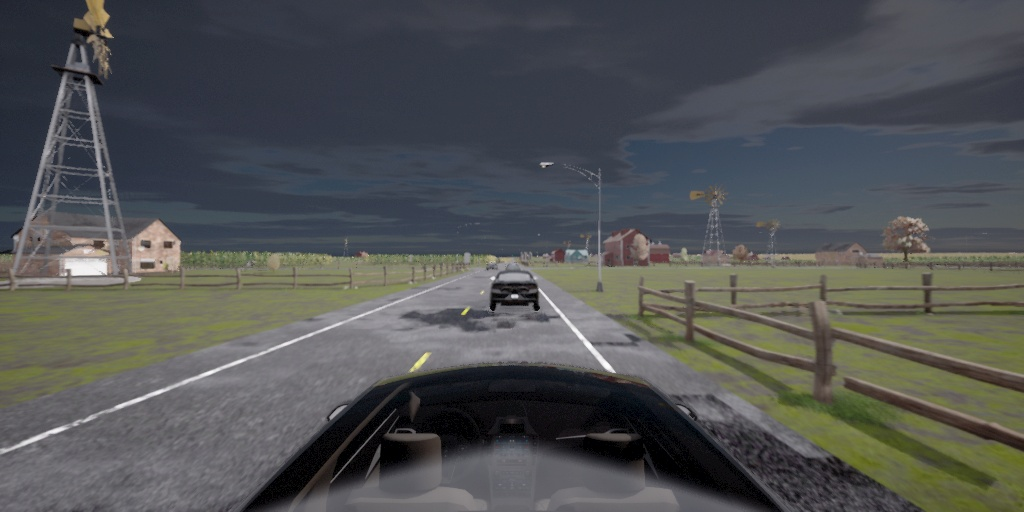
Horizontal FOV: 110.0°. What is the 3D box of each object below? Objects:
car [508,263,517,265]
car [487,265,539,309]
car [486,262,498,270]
[{"bbox_3d":[0.108,1.707,50.028,1.994,1.385,4.181,0,0,0],"label":"car"},{"bbox_3d":[0.102,1.331,15.485,1.882,1.535,5.008,0,0,0],"label":"car"},{"bbox_3d":[-3.488,1.834,63.407,1.994,1.385,4.181,0,-1,0],"label":"car"}]
